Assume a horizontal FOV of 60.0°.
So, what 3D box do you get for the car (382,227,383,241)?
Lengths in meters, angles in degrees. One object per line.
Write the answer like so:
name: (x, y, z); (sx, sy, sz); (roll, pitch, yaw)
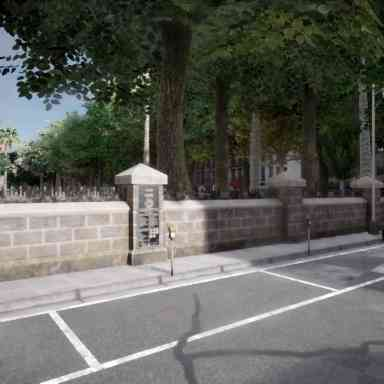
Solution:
car: (9.756, 1.310, 13.500); (5.009, 1.841, 2.192); (0, 0, -36)
